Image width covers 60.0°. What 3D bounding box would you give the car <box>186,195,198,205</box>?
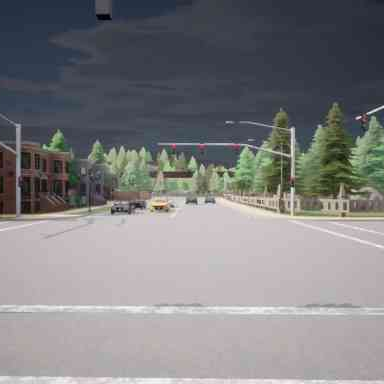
[{"bbox_3d":[-0.064,1.352,60.148,2.097,1.767,4.553,0,0,0],"label":"car"}]

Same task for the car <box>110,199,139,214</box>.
[{"bbox_3d":[-7.135,1.564,34.778,1.994,1.385,4.181,0,0,0],"label":"car"}]

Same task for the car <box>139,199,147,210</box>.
[{"bbox_3d":[-7.133,1.601,43.531,1.895,1.301,4.718,0,0,0],"label":"car"}]

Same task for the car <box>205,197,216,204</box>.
[{"bbox_3d":[3.531,1.564,65.129,1.994,1.385,4.181,0,0,0],"label":"car"}]

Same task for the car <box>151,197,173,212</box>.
[{"bbox_3d":[-3.635,1.478,38.754,1.882,1.535,5.008,0,0,0],"label":"car"}]
